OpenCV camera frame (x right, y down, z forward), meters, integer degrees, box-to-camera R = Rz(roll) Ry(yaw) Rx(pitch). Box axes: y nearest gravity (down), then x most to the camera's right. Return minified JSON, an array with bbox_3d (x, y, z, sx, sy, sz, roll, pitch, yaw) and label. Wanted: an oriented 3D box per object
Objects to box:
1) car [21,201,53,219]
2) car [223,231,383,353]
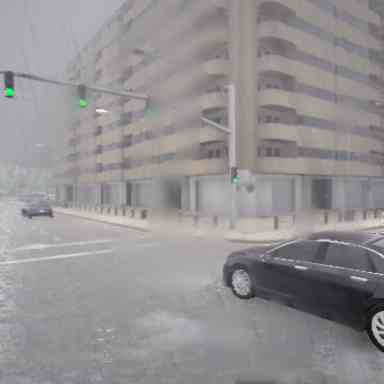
[{"bbox_3d":[-13.426,1.502,28.794,1.994,1.385,4.181,-1,0,-35],"label":"car"},{"bbox_3d":[2.583,1.478,6.075,1.837,1.490,4.892,-1,0,-35],"label":"car"}]
